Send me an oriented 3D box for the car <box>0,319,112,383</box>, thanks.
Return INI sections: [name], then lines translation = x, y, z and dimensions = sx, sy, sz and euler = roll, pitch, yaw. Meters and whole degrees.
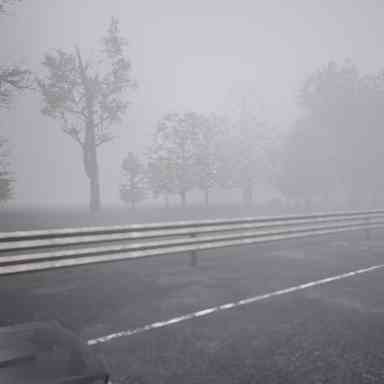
[car]
translation = -2.760, 1.601, 1.767
dimensions = 4.718, 1.301, 1.895
euler = 0, 0, -36
